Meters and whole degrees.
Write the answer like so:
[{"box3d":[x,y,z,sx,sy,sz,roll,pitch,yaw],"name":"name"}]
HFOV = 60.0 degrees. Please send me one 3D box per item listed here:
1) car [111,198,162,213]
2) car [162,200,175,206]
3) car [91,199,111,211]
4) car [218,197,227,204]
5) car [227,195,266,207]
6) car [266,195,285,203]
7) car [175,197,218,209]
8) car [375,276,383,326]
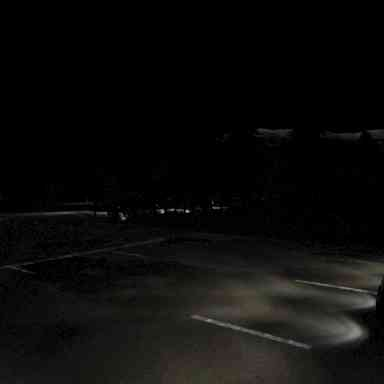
[{"box3d":[-6.013,1.414,36.491,1.837,1.490,4.892,0,0,43],"name":"car"},{"box3d":[-2.711,1.425,44.668,4.674,1.442,1.812,0,0,-42],"name":"car"},{"box3d":[-9.170,1.494,38.299,1.895,1.301,4.718,0,0,43],"name":"car"},{"box3d":[4.695,1.458,50.760,5.357,1.411,2.033,0,0,-37],"name":"car"},{"box3d":[8.026,1.419,48.705,4.902,1.511,2.128,0,0,-35],"name":"car"},{"box3d":[12.811,1.279,55.821,4.553,1.767,2.097,0,0,-28],"name":"car"},{"box3d":[0.639,1.421,42.977,4.892,1.490,1.837,0,0,-41],"name":"car"},{"box3d":[5.138,1.352,4.578,4.553,1.767,2.097,0,0,36],"name":"car"}]
